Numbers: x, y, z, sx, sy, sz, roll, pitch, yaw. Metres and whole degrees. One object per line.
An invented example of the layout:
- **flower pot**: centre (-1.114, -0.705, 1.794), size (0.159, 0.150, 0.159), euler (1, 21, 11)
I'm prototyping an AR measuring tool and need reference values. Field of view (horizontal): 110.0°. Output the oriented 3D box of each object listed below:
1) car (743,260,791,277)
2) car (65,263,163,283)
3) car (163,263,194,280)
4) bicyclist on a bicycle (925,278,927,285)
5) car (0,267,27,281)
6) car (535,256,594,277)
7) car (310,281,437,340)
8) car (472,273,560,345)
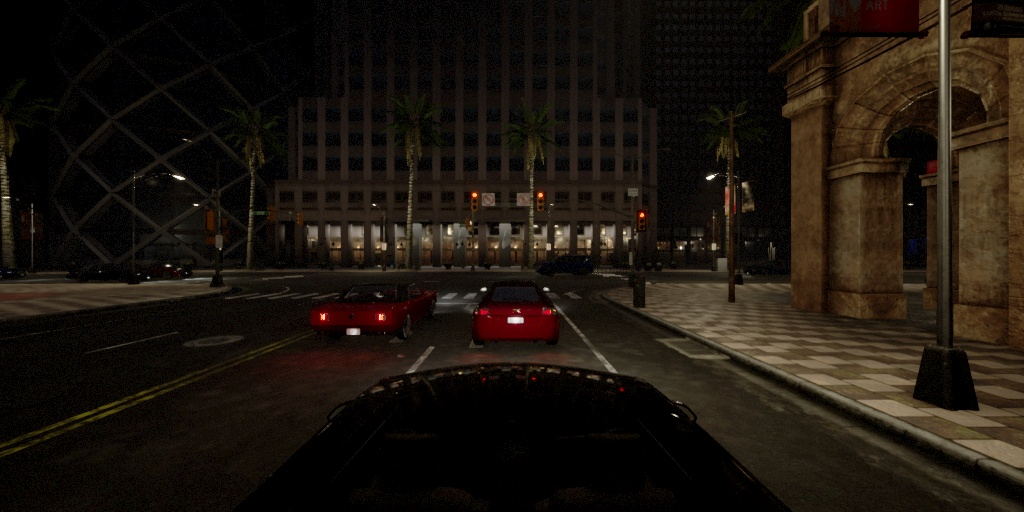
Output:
- **car**: centre (25.759, 1.297, 35.082), size (5.357, 1.411, 2.033), euler (0, 0, 0)
- **car**: centre (-30.992, 1.297, 27.824), size (5.357, 1.411, 2.033), euler (0, 0, -3)
- **car**: centre (-30.426, 1.314, 31.157), size (4.181, 1.385, 1.994), euler (0, 0, -5)
- **bicyclist on a bicycle**: centre (24.677, 1.051, 20.602), size (0.582, 1.620, 1.656), euler (0, 0, 0)
- **car**: centre (-42.347, 1.276, 28.489), size (4.674, 1.442, 1.812), euler (0, 0, -25)
- **car**: centre (5.054, 0.973, 34.597), size (5.566, 2.045, 2.150), euler (0, 0, -8)
- **car**: centre (-3.417, 1.351, 9.976), size (1.895, 1.301, 4.718), euler (0, 0, 0)
- **car**: centre (0.082, 1.314, 9.513), size (1.994, 1.385, 4.181), euler (0, 0, 0)
